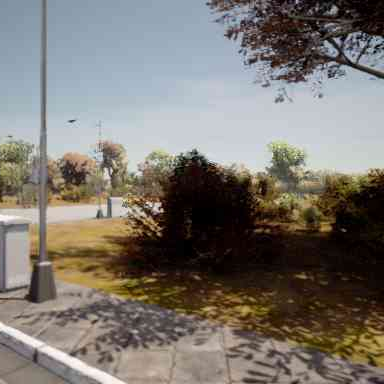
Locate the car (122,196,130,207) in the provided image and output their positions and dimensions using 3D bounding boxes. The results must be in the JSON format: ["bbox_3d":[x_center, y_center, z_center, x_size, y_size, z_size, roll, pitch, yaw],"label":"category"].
[{"bbox_3d":[-9.029,1.280,48.386,1.882,1.535,5.008,0,0,33],"label":"car"}]

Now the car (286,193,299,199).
[{"bbox_3d":[27.163,1.069,89.995,2.097,1.767,4.553,0,0,36],"label":"car"}]

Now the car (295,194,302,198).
[{"bbox_3d":[24.082,1.382,79.604,1.812,1.442,4.674,0,0,35],"label":"car"}]
